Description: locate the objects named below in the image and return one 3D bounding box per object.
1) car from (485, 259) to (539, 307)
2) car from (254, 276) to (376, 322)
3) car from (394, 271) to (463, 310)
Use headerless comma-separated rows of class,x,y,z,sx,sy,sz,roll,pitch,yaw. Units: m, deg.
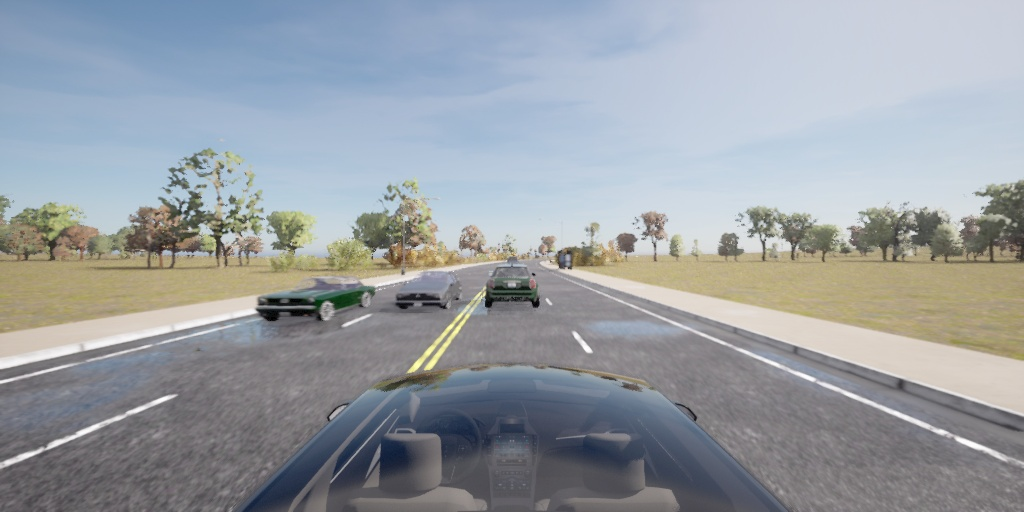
car,0.003,1.135,15.837,2.097,1.767,4.553,0,0,0
car,-6.542,1.378,12.550,1.895,1.301,4.718,0,0,1
car,-3.265,1.330,15.202,2.033,1.411,5.357,0,0,1
